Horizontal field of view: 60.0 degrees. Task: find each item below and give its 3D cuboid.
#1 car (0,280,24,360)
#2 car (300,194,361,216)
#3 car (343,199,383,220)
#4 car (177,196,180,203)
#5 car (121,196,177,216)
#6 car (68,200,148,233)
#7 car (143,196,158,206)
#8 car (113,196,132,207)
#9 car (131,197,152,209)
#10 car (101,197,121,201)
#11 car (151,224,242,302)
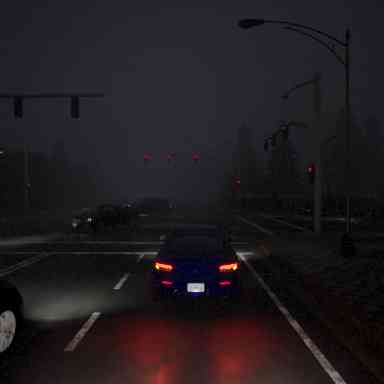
[{"bbox_3d":[-3.441,1.505,3.053,1.837,1.490,4.892,0,0,0],"label":"car"},{"bbox_3d":[13.129,1.218,31.205,5.566,2.045,2.150,0,0,0],"label":"car"},{"bbox_3d":[15.919,1.547,27.706,5.357,1.411,2.033,0,0,0],"label":"car"},{"bbox_3d":[-3.477,1.477,69.696,1.882,1.535,5.008,0,0,0],"label":"car"},{"bbox_3d":[-4.012,1.351,31.460,4.553,1.767,2.097,0,0,2],"label":"car"},{"bbox_3d":[-5.144,1.491,19.997,2.128,1.511,4.902,0,0,29],"label":"car"},{"bbox_3d":[-7.105,1.505,57.332,1.837,1.490,4.892,0,0,1],"label":"car"},{"bbox_3d":[-10.630,1.477,51.240,1.882,1.535,5.008,0,0,0],"label":"car"},{"bbox_3d":[-7.108,1.491,47.257,2.128,1.511,4.902,0,0,0],"label":"car"},{"bbox_3d":[-10.623,1.526,42.037,1.812,1.442,4.674,0,0,0],"label":"car"},{"bbox_3d":[0.131,1.526,8.186,1.812,1.442,4.674,0,0,2],"label":"car"}]
